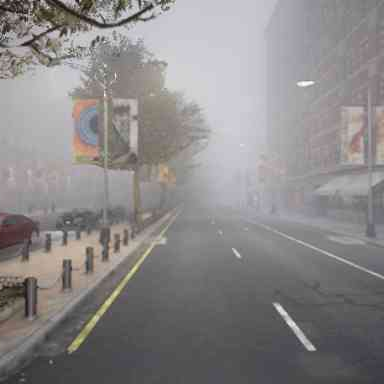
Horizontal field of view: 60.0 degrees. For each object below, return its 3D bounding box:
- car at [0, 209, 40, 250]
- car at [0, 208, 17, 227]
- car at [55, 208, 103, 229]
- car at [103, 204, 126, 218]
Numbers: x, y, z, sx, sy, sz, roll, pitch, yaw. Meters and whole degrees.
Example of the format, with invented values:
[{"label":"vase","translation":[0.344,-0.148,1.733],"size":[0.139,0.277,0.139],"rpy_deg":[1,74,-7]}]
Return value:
[{"label":"car","translation":[-8.110,1.625,13.725],"size":[1.882,1.535,5.008],"rpy_deg":[0,-1,0]},{"label":"car","translation":[-14.770,1.851,23.863],"size":[1.895,1.301,4.718],"rpy_deg":[0,-1,0]},{"label":"car","translation":[-8.103,1.818,23.770],"size":[1.994,1.385,4.181],"rpy_deg":[0,-1,0]},{"label":"car","translation":[-8.069,1.911,34.141],"size":[2.033,1.411,5.357],"rpy_deg":[0,-1,1]}]
